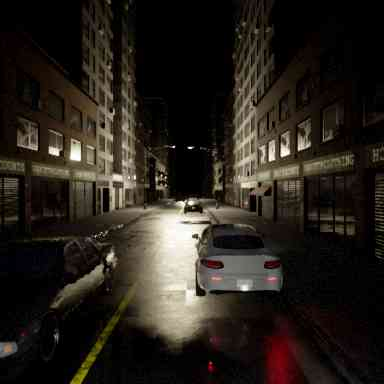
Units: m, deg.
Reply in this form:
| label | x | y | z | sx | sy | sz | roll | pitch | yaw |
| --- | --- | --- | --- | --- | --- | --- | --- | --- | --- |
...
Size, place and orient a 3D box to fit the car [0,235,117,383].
| label | x | y | z | sx | sy | sz | roll | pitch | yaw |
| --- | --- | --- | --- | --- | --- | --- | --- | --- | --- |
| car | -2.734 | 1.547 | 5.995 | 2.033 | 1.411 | 5.357 | 0 | 0 | 0 |

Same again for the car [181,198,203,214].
| label | x | y | z | sx | sy | sz | roll | pitch | yaw |
| --- | --- | --- | --- | --- | --- | --- | --- | --- | --- |
| car | 0.157 | 1.582 | 35.725 | 1.994 | 1.385 | 4.181 | 0 | 0 | 1 |

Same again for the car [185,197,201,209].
| label | x | y | z | sx | sy | sz | roll | pitch | yaw |
| --- | --- | --- | --- | --- | --- | --- | --- | --- | --- |
| car | 0.133 | 1.523 | 45.694 | 2.128 | 1.511 | 4.902 | 0 | 0 | 0 |

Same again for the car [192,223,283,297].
| label | x | y | z | sx | sy | sz | roll | pitch | yaw |
| --- | --- | --- | --- | --- | --- | --- | --- | --- | --- |
| car | 0.984 | 1.527 | 8.478 | 1.812 | 1.442 | 4.674 | 0 | 0 | 0 |

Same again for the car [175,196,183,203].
| label | x | y | z | sx | sy | sz | roll | pitch | yaw |
| --- | --- | --- | --- | --- | --- | --- | --- | --- | --- |
| car | -2.560 | 1.639 | 71.433 | 1.994 | 1.385 | 4.181 | 0 | 0 | 0 |
